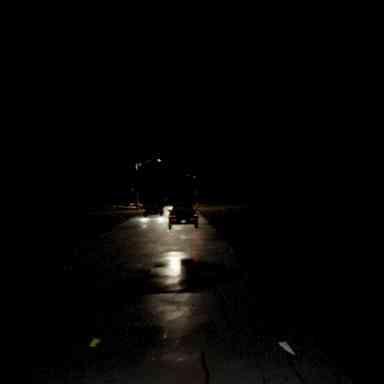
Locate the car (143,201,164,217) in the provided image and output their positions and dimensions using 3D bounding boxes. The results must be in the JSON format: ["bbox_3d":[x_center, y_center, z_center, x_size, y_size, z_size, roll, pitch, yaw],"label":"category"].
[{"bbox_3d":[-3.816,1.643,33.645,1.882,1.535,5.008,-2,0,-2],"label":"car"}]

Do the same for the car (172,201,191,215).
[{"bbox_3d":[-1.091,1.693,36.374,1.895,1.301,4.718,-2,-1,-1],"label":"car"}]

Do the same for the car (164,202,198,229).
[{"bbox_3d":[-0.590,1.508,21.445,1.812,1.442,4.674,-2,0,-2],"label":"car"}]
